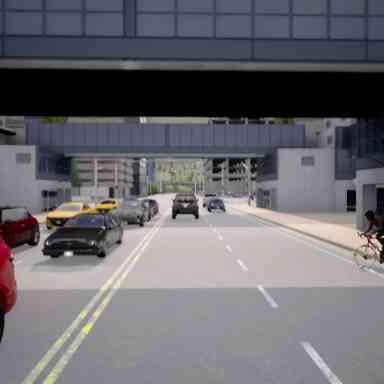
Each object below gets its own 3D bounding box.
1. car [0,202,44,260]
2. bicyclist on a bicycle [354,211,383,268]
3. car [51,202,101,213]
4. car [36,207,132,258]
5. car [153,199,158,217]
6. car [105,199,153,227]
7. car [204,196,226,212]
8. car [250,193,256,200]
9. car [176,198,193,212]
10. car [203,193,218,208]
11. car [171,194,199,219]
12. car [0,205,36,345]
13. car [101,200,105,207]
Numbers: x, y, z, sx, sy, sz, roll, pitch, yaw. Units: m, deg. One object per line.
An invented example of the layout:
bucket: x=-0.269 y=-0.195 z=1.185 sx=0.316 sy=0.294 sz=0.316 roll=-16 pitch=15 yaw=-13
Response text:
car: x=-7.364 y=1.331 z=12.012 sx=2.097 sy=1.767 sz=4.553 roll=0 pitch=0 yaw=-1
bicyclist on a bicycle: x=5.446 y=1.351 z=9.686 sx=1.656 sy=1.620 sz=0.582 roll=-9 pitch=0 yaw=-1
car: x=-7.583 y=1.441 z=21.232 sx=1.882 sy=1.535 sz=5.008 roll=0 pitch=0 yaw=-1
car: x=-3.887 y=1.525 z=12.943 sx=2.033 sy=1.411 sz=5.357 roll=0 pitch=0 yaw=-2
car: x=-4.145 y=1.478 z=27.454 sx=1.812 sy=1.442 sz=4.674 roll=0 pitch=0 yaw=-1
car: x=-4.111 y=1.313 z=22.416 sx=2.097 sy=1.767 sz=4.553 roll=0 pitch=0 yaw=-1
car: x=2.674 y=1.458 z=37.682 sx=1.812 sy=1.442 sz=4.674 roll=0 pitch=0 yaw=-1
car: x=14.742 y=1.011 z=77.915 sx=1.932 sy=1.855 sz=4.605 roll=0 pitch=0 yaw=-2
car: x=-0.828 y=1.458 z=37.908 sx=1.812 sy=1.442 sz=4.674 roll=0 pitch=0 yaw=-1
car: x=2.820 y=1.136 z=47.496 sx=2.150 sy=2.045 sz=5.566 roll=0 pitch=0 yaw=8
car: x=-0.564 y=1.171 z=28.210 sx=2.150 sy=2.045 sz=5.566 roll=0 pitch=0 yaw=-1
car: x=-3.624 y=1.217 z=2.705 sx=2.150 sy=2.045 sz=5.566 roll=0 pitch=0 yaw=-2
car: x=-7.810 y=1.422 z=31.706 sx=1.882 sy=1.535 sz=5.008 roll=0 pitch=0 yaw=-1
